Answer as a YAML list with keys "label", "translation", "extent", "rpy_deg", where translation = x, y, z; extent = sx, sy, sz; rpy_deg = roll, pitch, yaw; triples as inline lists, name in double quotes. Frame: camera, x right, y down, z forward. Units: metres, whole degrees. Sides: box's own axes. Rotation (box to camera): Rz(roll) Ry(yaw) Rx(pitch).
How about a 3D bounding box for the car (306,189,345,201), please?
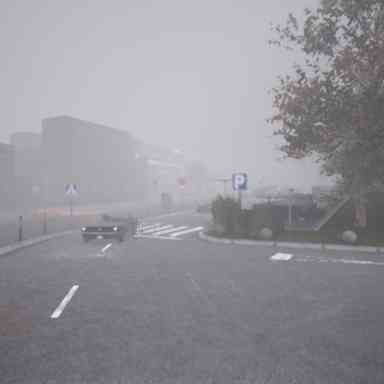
- label: "car"
  translation: [17.927, 0.431, 44.800]
  extent: [4.674, 1.452, 2.002]
  rpy_deg: [-1, 2, 28]

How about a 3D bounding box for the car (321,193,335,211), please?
- label: "car"
  translation: [8.686, 1.131, 27.724]
  extent: [5.366, 1.575, 1.946]
  rpy_deg: [-1, 2, 28]

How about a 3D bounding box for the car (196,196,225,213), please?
- label: "car"
  translation: [2.072, 1.175, 32.858]
  extent: [1.837, 1.490, 4.892]
  rpy_deg: [-1, 2, 28]

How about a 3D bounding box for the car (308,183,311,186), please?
- label: "car"
  translation: [27.191, -0.631, 73.180]
  extent: [1.812, 1.442, 4.674]
  rpy_deg: [-1, 2, 28]

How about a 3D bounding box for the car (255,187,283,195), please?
- label: "car"
  translation: [16.187, -0.301, 69.873]
  extent: [5.366, 1.575, 1.946]
  rpy_deg: [-1, 2, 28]

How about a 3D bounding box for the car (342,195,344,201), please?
- label: "car"
  translation: [15.333, 0.642, 39.895]
  extent: [4.674, 1.452, 2.002]
  rpy_deg: [-1, 2, 28]

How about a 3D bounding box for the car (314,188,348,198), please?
- label: "car"
  translation: [21.793, 0.107, 52.166]
  extent: [4.792, 1.488, 2.163]
  rpy_deg: [-1, 2, 28]

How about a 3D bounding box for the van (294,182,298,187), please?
- label: "van"
  translation: [22.998, -1.062, 82.107]
  extent: [4.442, 1.987, 1.878]
  rpy_deg: [-1, 2, 28]

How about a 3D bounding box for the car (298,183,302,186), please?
- label: "car"
  translation: [25.521, -1.023, 87.127]
  extent: [4.674, 1.452, 2.002]
  rpy_deg: [-1, 2, 28]

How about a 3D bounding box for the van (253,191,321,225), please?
- label: "van"
  translation: [6.148, 1.122, 22.782]
  extent: [4.442, 1.987, 1.878]
  rpy_deg: [-1, 2, 28]

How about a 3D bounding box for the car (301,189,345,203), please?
- label: "car"
  translation: [16.626, 0.496, 42.347]
  extent: [5.008, 1.535, 2.097]
  rpy_deg: [-1, 2, 28]

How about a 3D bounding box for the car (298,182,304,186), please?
- label: "car"
  translation: [26.837, -1.183, 89.597]
  extent: [4.892, 1.521, 2.231]
  rpy_deg: [-1, 2, 28]

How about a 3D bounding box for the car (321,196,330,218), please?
- label: "car"
  translation: [7.580, 1.269, 25.171]
  extent: [4.792, 1.488, 2.163]
  rpy_deg: [-1, 2, 28]

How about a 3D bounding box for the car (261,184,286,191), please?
- label: "car"
  translation: [13.174, 0.123, 53.696]
  extent: [2.097, 1.767, 4.553]
  rpy_deg: [-1, 2, 28]

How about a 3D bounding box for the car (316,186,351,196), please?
- label: "car"
  translation: [24.248, -0.134, 57.142]
  extent: [5.366, 1.575, 1.946]
  rpy_deg: [-1, 2, 28]

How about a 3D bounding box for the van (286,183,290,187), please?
- label: "van"
  translation: [19.068, -0.738, 74.677]
  extent: [4.442, 1.987, 1.878]
  rpy_deg: [-1, 2, 28]

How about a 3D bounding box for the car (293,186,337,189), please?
- label: "car"
  translation: [14.062, 0.582, 37.423]
  extent: [4.553, 1.767, 2.185]
  rpy_deg: [-1, 2, 28]

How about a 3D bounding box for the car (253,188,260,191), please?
- label: "car"
  translation: [15.009, -0.445, 67.315]
  extent: [5.566, 2.045, 2.435]
  rpy_deg: [-1, 2, 28]

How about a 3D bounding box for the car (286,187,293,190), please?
- label: "car"
  translation: [16.665, 0.302, 53.067]
  extent: [1.895, 1.301, 4.718]
  rpy_deg: [-1, 2, 28]

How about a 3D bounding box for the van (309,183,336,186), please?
- label: "van"
  translation: [19.322, 0.060, 47.188]
  extent: [4.442, 1.987, 1.878]
  rpy_deg: [-1, 2, 28]

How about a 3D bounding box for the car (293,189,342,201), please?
- label: "car"
  translation: [12.745, 0.813, 34.987]
  extent: [5.008, 1.535, 2.097]
  rpy_deg: [-1, 2, 28]

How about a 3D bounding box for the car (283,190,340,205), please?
- label: "car"
  translation: [11.438, 0.921, 32.541]
  extent: [4.892, 1.521, 2.231]
  rpy_deg: [-1, 2, 28]

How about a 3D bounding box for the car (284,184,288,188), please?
- label: "car"
  translation: [17.664, -0.366, 72.262]
  extent: [4.674, 1.452, 2.002]
  rpy_deg: [-1, 2, 28]

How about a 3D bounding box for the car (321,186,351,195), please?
- label: "car"
  translation: [25.736, -0.208, 59.494]
  extent: [4.792, 1.488, 2.163]
  rpy_deg: [-1, 2, 28]

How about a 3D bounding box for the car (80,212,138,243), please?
- label: "car"
  translation: [-4.115, 1.739, 17.168]
  extent: [1.895, 1.301, 4.718]
  rpy_deg: [0, 0, 2]

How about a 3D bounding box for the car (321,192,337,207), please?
- label: "car"
  translation: [10.173, 1.055, 30.075]
  extent: [4.792, 1.488, 2.163]
  rpy_deg: [-1, 2, 28]

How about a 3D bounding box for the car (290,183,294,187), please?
- label: "car"
  translation: [20.275, -0.617, 77.217]
  extent: [5.008, 1.535, 2.097]
  rpy_deg: [-1, 2, 28]
